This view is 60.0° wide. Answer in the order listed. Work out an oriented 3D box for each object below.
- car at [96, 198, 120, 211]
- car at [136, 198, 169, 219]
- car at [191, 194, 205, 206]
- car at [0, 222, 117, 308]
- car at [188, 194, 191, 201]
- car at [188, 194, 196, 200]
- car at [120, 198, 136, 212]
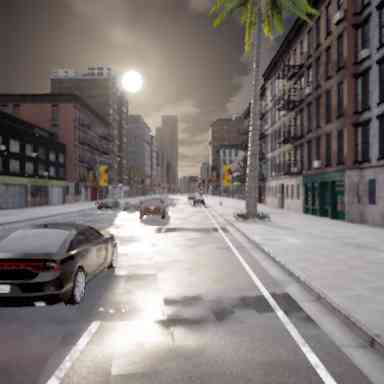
[{"bbox_3d":[-9.843,1.453,39.832,2.033,1.411,5.357,0,0,0],"label":"car"},{"bbox_3d":[-3.156,1.284,28.476,2.097,1.767,4.553,0,0,0],"label":"car"},{"bbox_3d":[1.126,1.401,52.796,1.812,1.442,4.674,0,0,0],"label":"car"},{"bbox_3d":[-3.152,1.457,8.013,1.882,1.535,5.008,0,0,0],"label":"car"},{"bbox_3d":[-0.015,1.233,72.127,1.895,1.301,4.718,0,0,0],"label":"car"},{"bbox_3d":[-0.020,1.264,87.002,2.033,1.411,5.357,0,0,0],"label":"car"},{"bbox_3d":[-6.597,1.435,38.201,1.812,1.442,4.674,0,0,0],"label":"car"}]
